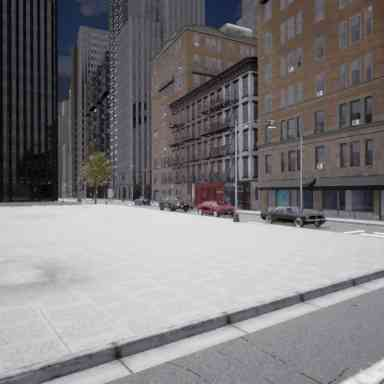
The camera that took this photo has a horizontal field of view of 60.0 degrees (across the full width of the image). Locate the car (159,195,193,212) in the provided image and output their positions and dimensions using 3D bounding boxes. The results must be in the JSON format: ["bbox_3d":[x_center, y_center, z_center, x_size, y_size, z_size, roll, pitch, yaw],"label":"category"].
[{"bbox_3d":[-2.392,1.410,41.993,2.150,2.045,5.566,0,0,-27],"label":"car"}]

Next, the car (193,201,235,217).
[{"bbox_3d":[2.288,1.607,32.466,1.882,1.535,5.008,0,0,-26],"label":"car"}]

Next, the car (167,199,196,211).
[{"bbox_3d":[-1.581,1.748,46.435,2.033,1.411,5.357,0,0,-26],"label":"car"}]

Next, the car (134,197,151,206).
[{"bbox_3d":[-9.332,1.664,62.169,2.097,1.767,4.553,0,0,-25],"label":"car"}]

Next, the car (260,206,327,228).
[{"bbox_3d":[6.920,1.675,23.068,1.895,1.301,4.718,0,0,-26],"label":"car"}]
